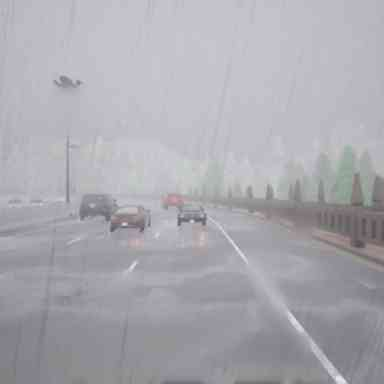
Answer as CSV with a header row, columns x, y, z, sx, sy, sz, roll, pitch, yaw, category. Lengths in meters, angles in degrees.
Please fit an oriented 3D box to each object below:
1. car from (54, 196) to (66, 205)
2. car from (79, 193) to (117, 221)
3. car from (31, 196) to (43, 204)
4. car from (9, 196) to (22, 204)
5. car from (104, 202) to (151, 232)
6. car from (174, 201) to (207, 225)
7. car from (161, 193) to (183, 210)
x,y,z,sx,sy,sz,roll,pitch,yaw,category
-21.779,1.410,55.332,1.812,1.442,4.674,0,0,-23,car
-7.339,1.124,26.513,2.150,2.045,5.566,0,0,-4,car
-29.091,1.465,62.412,1.994,1.385,4.181,0,0,-27,car
-31.551,1.478,59.565,1.994,1.385,4.181,0,0,-27,car
-3.478,1.449,19.226,1.812,1.442,4.674,0,0,-1,car
-0.107,1.512,22.934,1.895,1.301,4.718,0,0,-3,car
-2.475,1.086,41.183,2.150,2.045,5.566,0,0,-12,car
